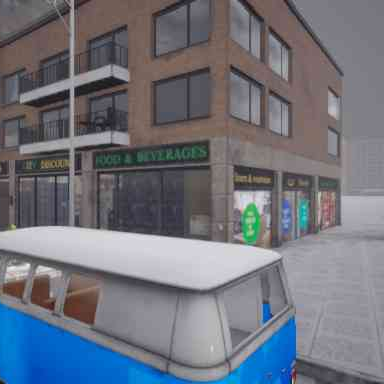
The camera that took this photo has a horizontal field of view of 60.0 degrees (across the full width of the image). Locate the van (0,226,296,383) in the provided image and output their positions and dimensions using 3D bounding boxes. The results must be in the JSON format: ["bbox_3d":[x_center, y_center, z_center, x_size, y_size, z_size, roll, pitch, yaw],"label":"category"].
[{"bbox_3d":[-0.943,1.341,3.533,3.998,1.788,1.690,0,0,36],"label":"van"}]
